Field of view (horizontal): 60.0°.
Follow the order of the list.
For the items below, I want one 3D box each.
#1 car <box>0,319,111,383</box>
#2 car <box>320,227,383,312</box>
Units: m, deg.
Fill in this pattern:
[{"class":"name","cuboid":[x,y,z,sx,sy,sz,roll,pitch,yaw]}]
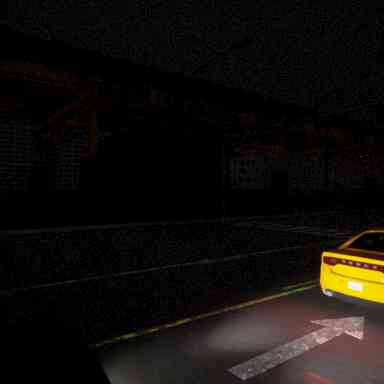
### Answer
[{"class":"car","cuboid":[-2.773,1.601,1.774,4.718,1.301,1.895,0,0,-35]},{"class":"car","cuboid":[4.840,1.478,7.180,5.008,1.535,1.882,0,0,-35]}]
